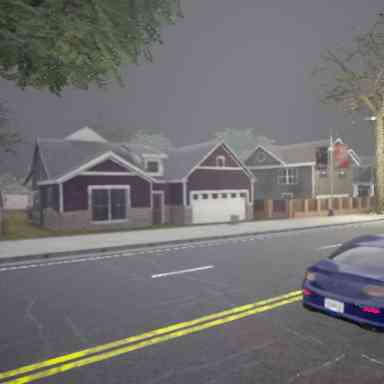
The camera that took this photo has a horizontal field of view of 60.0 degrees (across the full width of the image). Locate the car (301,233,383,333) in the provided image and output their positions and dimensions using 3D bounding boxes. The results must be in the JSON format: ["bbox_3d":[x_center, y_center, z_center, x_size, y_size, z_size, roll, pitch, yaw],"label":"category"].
[{"bbox_3d":[3.986,1.515,6.281,4.674,1.442,1.812,0,0,-36],"label":"car"}]
